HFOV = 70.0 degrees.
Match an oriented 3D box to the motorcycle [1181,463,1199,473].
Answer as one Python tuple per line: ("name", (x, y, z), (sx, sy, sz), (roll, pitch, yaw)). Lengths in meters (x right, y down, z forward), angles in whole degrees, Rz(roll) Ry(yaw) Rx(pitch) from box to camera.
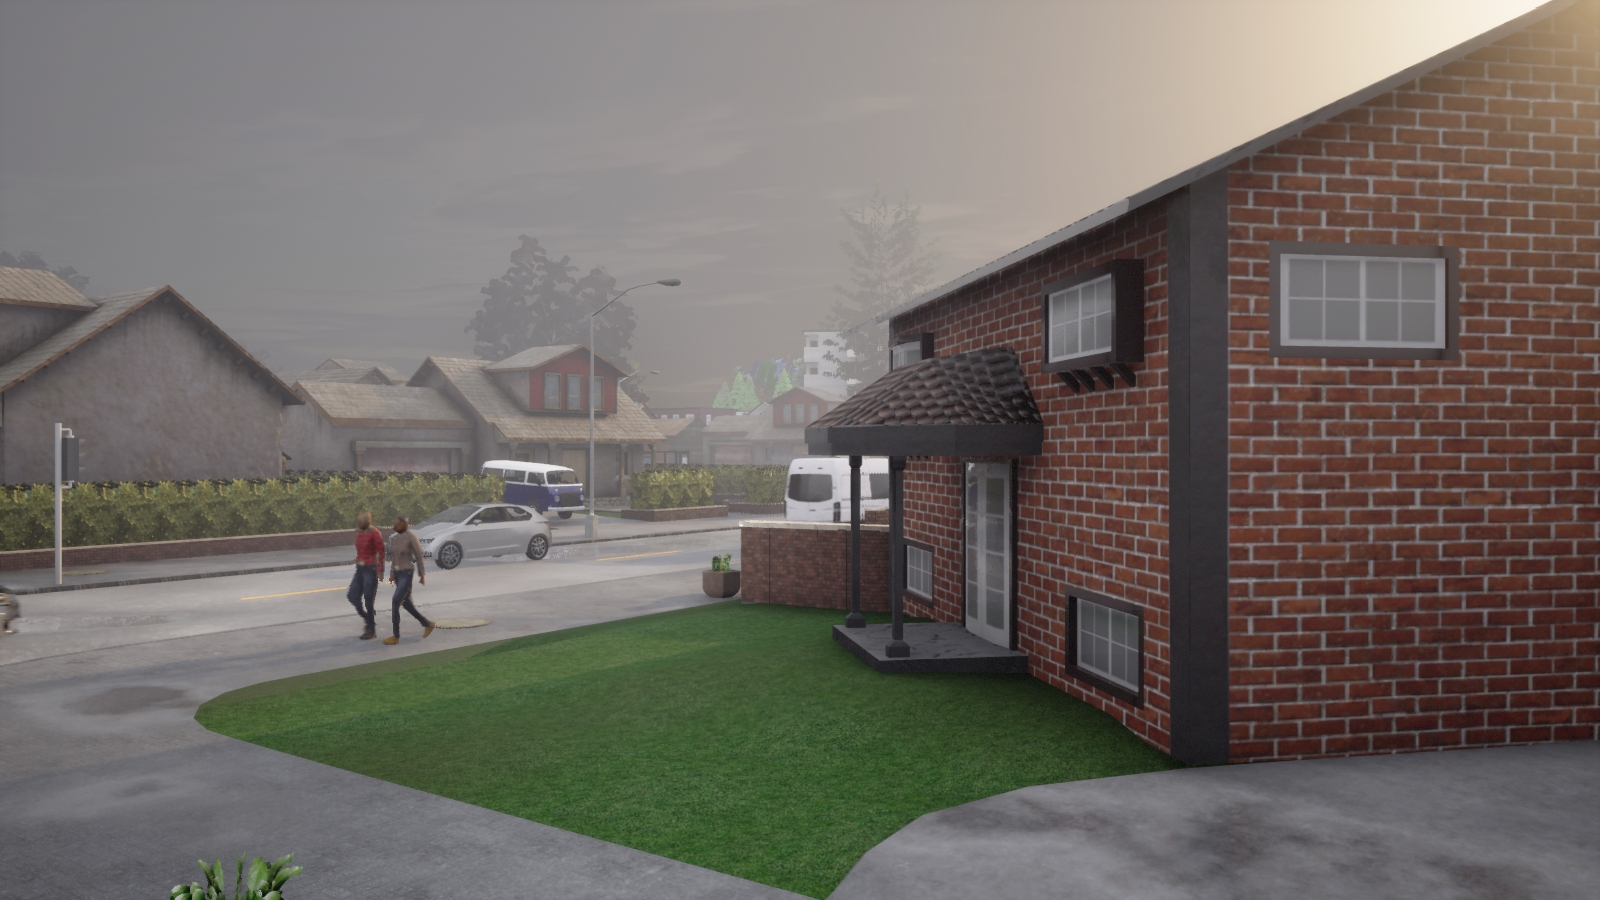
("motorcycle", (47.455, 2.161, 139.026), (2.033, 1.199, 0.803), (0, 0, 35))

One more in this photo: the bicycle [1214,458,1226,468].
("bicycle", (65.395, 2.030, 177.932), (1.835, 1.471, 0.329), (0, 0, 35))

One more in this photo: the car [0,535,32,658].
("car", (-12.965, 2.035, 14.636), (4.902, 1.511, 2.128), (0, 0, -44))

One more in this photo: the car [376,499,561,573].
("car", (-8.091, 2.051, 28.194), (1.816, 1.474, 4.193), (0, 0, 34))

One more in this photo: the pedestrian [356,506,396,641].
("pedestrian", (-6.012, 1.736, 16.201), (0.375, 1.860, 0.375), (0, 0, 33))

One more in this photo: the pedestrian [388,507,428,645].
("pedestrian", (-5.443, 1.736, 15.851), (0.375, 1.860, 0.375), (0, 0, 36))

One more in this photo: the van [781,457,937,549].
("van", (1.951, 1.523, 35.534), (1.988, 2.561, 5.915), (0, 0, 35))
